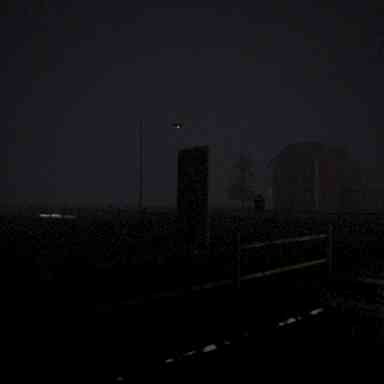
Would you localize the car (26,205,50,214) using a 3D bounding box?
[{"bbox_3d":[-22.333,2.519,48.275,1.895,1.301,4.718,1,-2,-43],"label":"car"}]

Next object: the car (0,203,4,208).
[{"bbox_3d":[-44.767,3.034,76.386,1.994,1.385,4.181,1,-1,-43],"label":"car"}]
